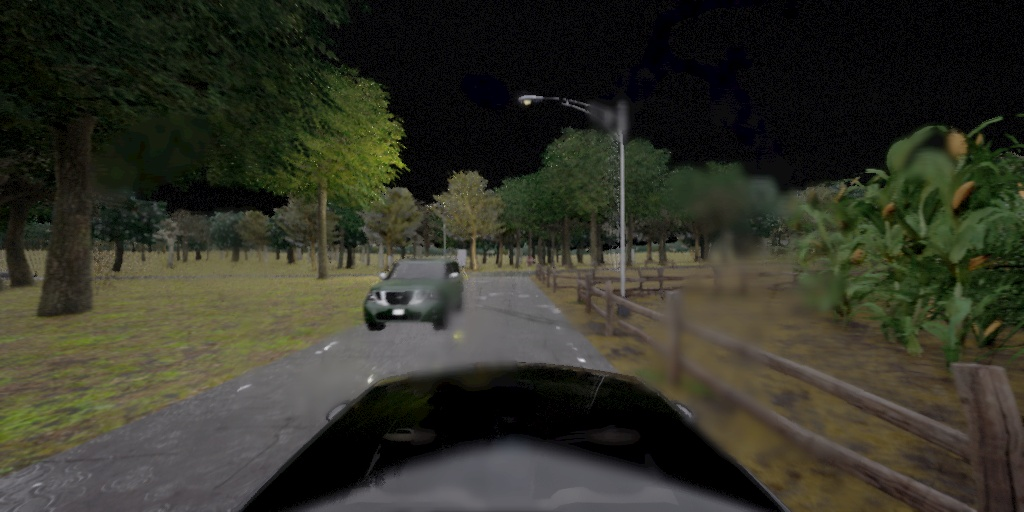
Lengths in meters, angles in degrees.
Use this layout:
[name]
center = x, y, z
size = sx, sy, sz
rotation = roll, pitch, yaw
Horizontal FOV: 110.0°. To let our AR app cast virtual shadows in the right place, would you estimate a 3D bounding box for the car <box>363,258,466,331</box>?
[car]
center = -2.853, 1.077, 11.778
size = 2.150, 2.045, 5.566
rotation = 0, -1, 0
